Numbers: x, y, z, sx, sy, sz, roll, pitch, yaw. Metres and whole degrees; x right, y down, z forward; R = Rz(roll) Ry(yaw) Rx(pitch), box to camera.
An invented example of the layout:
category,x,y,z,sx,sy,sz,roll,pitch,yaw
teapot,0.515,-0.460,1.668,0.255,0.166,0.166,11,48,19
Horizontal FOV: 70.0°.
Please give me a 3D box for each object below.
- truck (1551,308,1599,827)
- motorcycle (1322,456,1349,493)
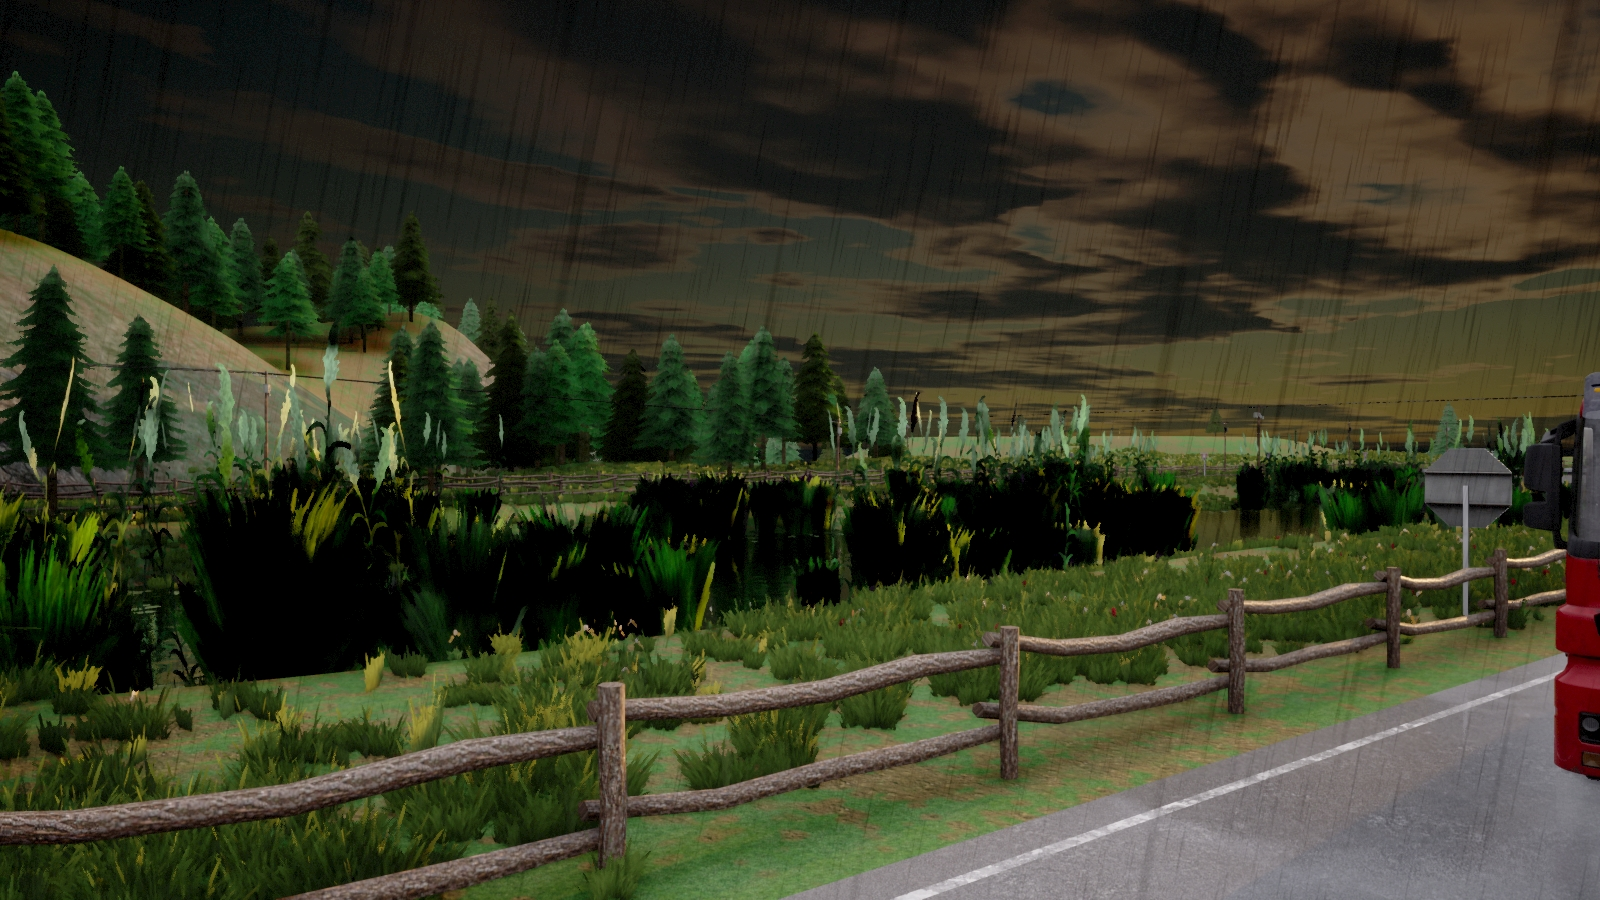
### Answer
category,x,y,z,sx,sy,sz,roll,pitch,yaw
truck,9.482,0.862,10.937,2.891,3.827,8.468,0,0,40
motorcycle,34.910,1.577,74.485,2.033,2.348,0.803,0,0,-39
